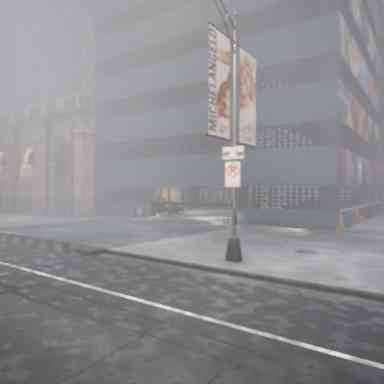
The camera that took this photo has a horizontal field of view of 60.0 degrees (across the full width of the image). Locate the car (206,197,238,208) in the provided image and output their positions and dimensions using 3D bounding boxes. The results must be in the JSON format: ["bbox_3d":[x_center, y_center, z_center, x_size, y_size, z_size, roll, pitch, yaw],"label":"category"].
[{"bbox_3d":[4.118,1.304,38.909,4.718,1.301,1.895,1,0,35],"label":"car"}]

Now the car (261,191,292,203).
[{"bbox_3d":[14.164,0.862,54.463,5.566,2.045,2.435,1,0,35],"label":"car"}]

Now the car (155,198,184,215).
[{"bbox_3d":[-2.945,1.251,29.696,4.786,1.482,2.161,1,0,35],"label":"car"}]

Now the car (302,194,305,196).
[{"bbox_3d":[28.209,1.250,87.287,4.892,1.521,2.231,1,0,35],"label":"car"}]

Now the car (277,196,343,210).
[{"bbox_3d":[9.383,1.259,25.982,4.674,1.452,2.002,1,0,35],"label":"car"}]
